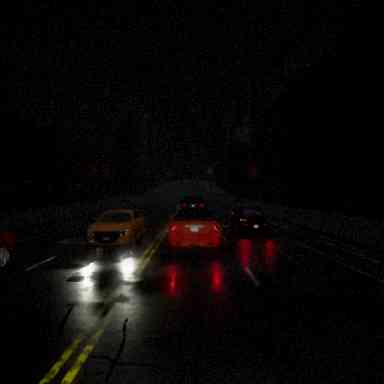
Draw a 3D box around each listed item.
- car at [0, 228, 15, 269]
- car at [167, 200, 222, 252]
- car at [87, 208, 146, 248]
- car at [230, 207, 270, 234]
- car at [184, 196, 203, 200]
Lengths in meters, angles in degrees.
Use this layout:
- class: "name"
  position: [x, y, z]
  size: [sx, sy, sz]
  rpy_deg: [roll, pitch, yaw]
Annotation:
- class: "car"
  position: [-6.598, 1.520, 8.576]
  size: [1.882, 1.535, 5.008]
  rpy_deg: [0, 0, 0]
- class: "car"
  position: [0.100, 1.422, 14.451]
  size: [2.097, 1.767, 4.553]
  rpy_deg: [0, 0, 0]
- class: "car"
  position: [-3.347, 1.551, 15.430]
  size: [1.882, 1.535, 5.008]
  rpy_deg: [0, 0, 0]
- class: "car"
  position: [3.353, 1.618, 19.710]
  size: [1.812, 1.442, 4.674]
  rpy_deg: [0, 0, 0]
- class: "car"
  position: [0.103, 1.358, 31.337]
  size: [2.150, 2.045, 5.566]
  rpy_deg: [0, 0, 0]
